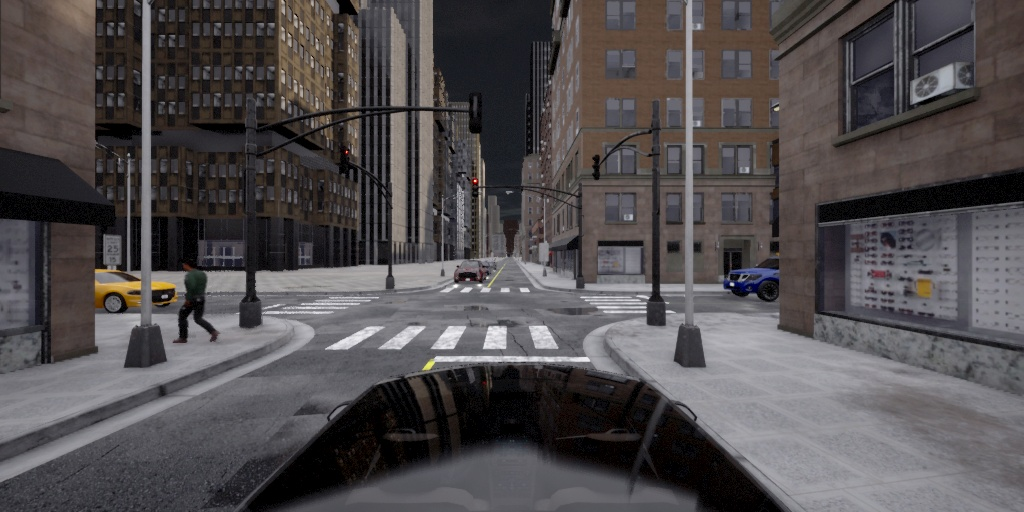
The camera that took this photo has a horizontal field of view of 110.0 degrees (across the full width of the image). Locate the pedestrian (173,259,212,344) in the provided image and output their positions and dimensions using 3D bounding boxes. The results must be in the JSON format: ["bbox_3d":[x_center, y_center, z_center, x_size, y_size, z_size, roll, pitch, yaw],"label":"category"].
[{"bbox_3d":[-6.683,0.891,7.507,0.375,1.860,0.375,0,0,0],"label":"pedestrian"}]

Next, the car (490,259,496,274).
[{"bbox_3d":[-3.171,1.299,38.098,2.033,1.411,5.357,0,0,0],"label":"car"}]

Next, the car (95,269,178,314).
[{"bbox_3d":[-15.367,1.232,13.272,5.008,1.535,1.882,0,0,0],"label":"car"}]

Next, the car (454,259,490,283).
[{"bbox_3d":[-3.156,1.103,27.840,2.097,1.767,4.553,0,0,0],"label":"car"}]

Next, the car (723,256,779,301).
[{"bbox_3d":[13.016,0.972,16.726,5.566,2.045,2.150,0,0,-1],"label":"car"}]
